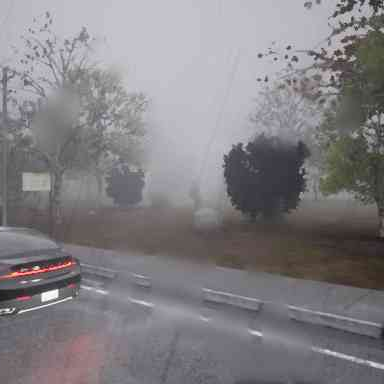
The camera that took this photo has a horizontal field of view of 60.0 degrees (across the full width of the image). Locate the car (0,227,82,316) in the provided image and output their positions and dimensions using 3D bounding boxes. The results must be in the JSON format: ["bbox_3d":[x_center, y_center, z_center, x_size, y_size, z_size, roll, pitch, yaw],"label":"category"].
[{"bbox_3d":[-4.342,1.505,7.087,4.892,1.490,1.837,0,0,37],"label":"car"}]
